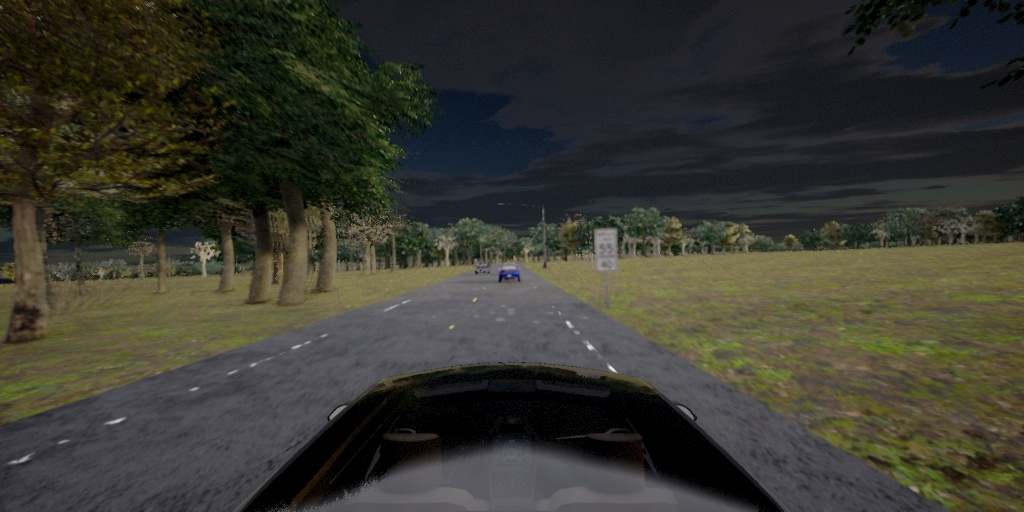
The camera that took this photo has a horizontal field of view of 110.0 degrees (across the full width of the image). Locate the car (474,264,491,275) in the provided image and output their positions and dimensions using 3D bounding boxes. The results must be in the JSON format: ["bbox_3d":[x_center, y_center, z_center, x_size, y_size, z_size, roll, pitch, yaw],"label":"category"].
[{"bbox_3d":[-3.846,1.758,47.778,1.994,1.385,4.181,-2,0,0],"label":"car"}]

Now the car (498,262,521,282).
[{"bbox_3d":[-0.233,1.503,32.679,1.882,1.535,5.008,-2,0,0],"label":"car"}]
